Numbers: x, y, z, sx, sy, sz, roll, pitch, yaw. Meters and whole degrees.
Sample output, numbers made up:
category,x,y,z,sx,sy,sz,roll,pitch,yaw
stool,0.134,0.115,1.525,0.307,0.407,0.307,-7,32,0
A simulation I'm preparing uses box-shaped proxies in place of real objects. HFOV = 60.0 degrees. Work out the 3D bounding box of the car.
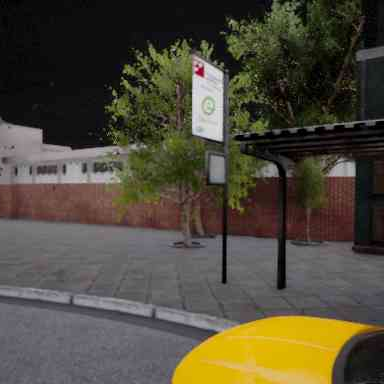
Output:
category,x,y,z,sx,sy,sz,roll,pitch,yaw
car,2.120,1.478,1.758,5.008,1.535,1.882,0,0,34
